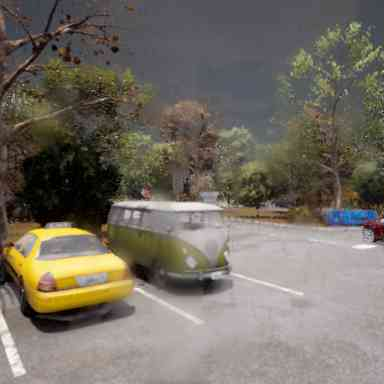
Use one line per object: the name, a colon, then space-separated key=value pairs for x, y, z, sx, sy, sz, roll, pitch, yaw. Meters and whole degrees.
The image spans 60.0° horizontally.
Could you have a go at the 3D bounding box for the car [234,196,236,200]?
car: x=8.934 y=1.421 z=63.510 sx=1.812 sy=1.442 sz=4.674 roll=0 pitch=-1 yaw=9

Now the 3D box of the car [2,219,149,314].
car: x=-3.191 y=1.477 z=7.770 sx=1.946 sy=1.575 sz=5.366 roll=0 pitch=0 yaw=-35

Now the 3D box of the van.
van: x=-0.740 y=1.260 z=9.146 sx=1.878 sy=1.987 sz=4.442 roll=0 pitch=0 yaw=-35

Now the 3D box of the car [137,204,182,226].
car: x=-2.832 y=1.903 z=28.444 sx=1.994 sy=1.385 sz=4.181 roll=-2 pitch=2 yaw=-35

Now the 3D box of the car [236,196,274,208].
car: x=9.588 y=1.627 z=50.914 sx=2.128 sy=1.511 sz=4.902 roll=-2 pitch=2 yaw=-35

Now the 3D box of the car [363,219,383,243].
car: x=9.107 y=1.570 z=13.658 sx=1.882 sy=1.535 sz=5.008 roll=2 pitch=-1 yaw=-4

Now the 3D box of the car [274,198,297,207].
car: x=14.099 y=1.606 z=49.914 sx=1.837 sy=1.490 sz=4.892 roll=-2 pitch=2 yaw=-35
